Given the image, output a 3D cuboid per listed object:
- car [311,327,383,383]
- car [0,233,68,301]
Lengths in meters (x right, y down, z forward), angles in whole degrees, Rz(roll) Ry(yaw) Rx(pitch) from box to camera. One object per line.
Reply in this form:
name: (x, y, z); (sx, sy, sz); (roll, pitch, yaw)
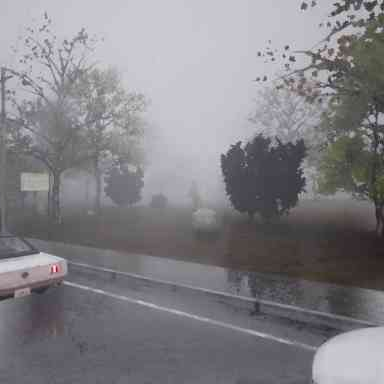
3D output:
car: (3.078, 1.526, 1.812); (4.674, 1.442, 1.812); (0, 0, 35)
car: (-4.991, 1.601, 7.547); (4.718, 1.301, 1.895); (0, 0, 35)
